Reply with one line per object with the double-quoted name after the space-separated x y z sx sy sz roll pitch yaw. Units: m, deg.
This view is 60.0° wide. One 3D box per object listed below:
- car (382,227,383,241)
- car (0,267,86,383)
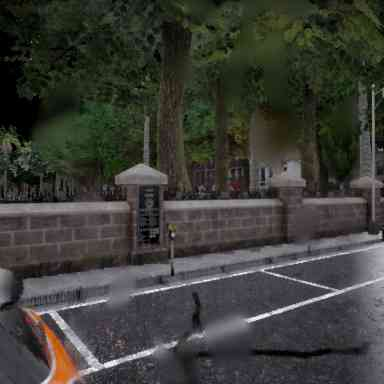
9.760 1.310 13.509 5.009 1.841 2.192 0 0 -36 "car"
-2.769 1.352 1.402 4.553 1.767 2.097 0 0 -36 "car"
